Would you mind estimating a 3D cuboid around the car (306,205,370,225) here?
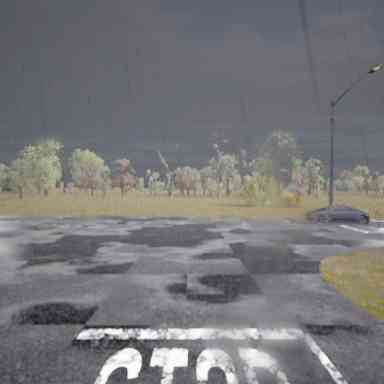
[{"bbox_3d":[10.500,1.615,24.105,4.181,1.385,1.994,0,1,0],"label":"car"}]
